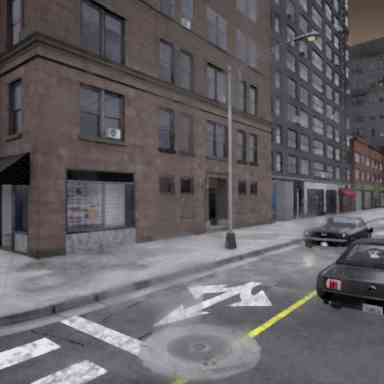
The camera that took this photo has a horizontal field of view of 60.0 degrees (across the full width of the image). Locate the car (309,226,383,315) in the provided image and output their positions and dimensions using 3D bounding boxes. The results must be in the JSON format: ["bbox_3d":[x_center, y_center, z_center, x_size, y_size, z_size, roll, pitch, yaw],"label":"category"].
[{"bbox_3d":[4.385,1.672,7.218,1.895,1.301,4.718,-1,-1,39],"label":"car"}]

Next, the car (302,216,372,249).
[{"bbox_3d":[6.620,1.784,14.892,1.895,1.301,4.718,-1,-1,39],"label":"car"}]
